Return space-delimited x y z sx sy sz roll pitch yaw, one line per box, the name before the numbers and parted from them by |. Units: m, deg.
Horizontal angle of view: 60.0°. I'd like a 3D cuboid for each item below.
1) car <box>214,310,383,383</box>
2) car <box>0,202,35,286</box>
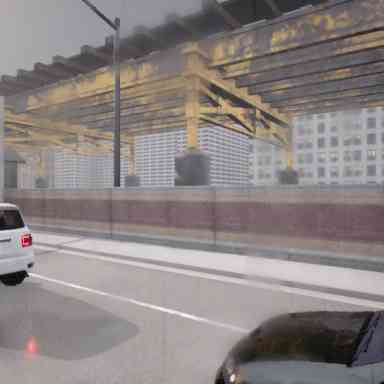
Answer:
car | 2.213 1.575 2.421 4.181 1.385 1.994 0 0 35
car | -6.186 1.246 8.314 5.566 2.045 2.150 0 0 36
